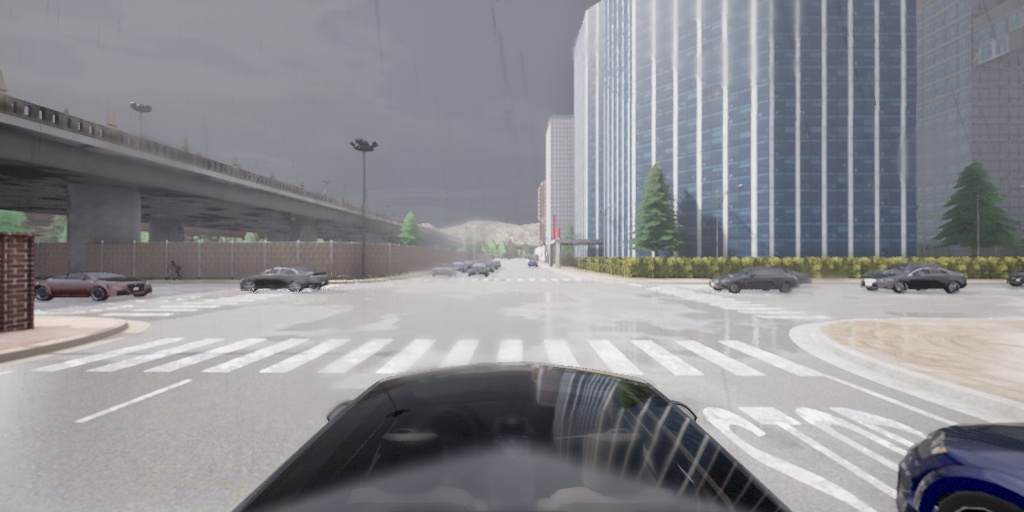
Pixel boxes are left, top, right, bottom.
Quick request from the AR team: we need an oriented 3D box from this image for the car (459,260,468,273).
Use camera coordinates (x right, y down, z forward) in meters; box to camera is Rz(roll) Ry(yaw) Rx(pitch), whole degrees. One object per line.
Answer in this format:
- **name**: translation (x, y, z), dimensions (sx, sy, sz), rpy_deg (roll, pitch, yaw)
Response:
- **car**: translation (-6.748, 1.420, 45.783), dimensions (1.812, 1.442, 4.674), rpy_deg (0, 0, 1)

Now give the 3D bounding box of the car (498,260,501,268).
- **car**: translation (-3.128, 1.421, 56.332), dimensions (2.128, 1.511, 4.902), rpy_deg (0, 0, 1)

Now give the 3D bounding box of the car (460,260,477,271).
- **car**: translation (-6.639, 1.404, 55.566), dimensions (1.882, 1.535, 5.008), rpy_deg (0, 0, 1)

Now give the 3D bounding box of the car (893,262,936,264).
- **car**: translation (26.609, 1.235, 24.240), dimensions (4.553, 1.767, 2.097), rpy_deg (0, 0, 1)

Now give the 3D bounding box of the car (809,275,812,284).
- **car**: translation (17.117, 1.429, 24.333), dimensions (5.357, 1.411, 2.033), rpy_deg (0, 0, 1)

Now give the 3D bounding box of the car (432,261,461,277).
- **car**: translation (-6.825, 1.465, 36.622), dimensions (1.895, 1.301, 4.718), rpy_deg (0, 0, 0)

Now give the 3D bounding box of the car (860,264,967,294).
- **car**: translation (23.140, 1.363, 20.777), dimensions (4.902, 1.511, 2.128), rpy_deg (0, 0, 0)

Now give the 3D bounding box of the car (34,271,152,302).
- **car**: translation (-20.291, 1.419, 17.477), dimensions (4.181, 1.385, 1.994), rpy_deg (0, 0, 1)

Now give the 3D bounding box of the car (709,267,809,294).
- **car**: translation (14.012, 1.396, 20.849), dimensions (4.674, 1.442, 1.812), rpy_deg (0, 0, 1)

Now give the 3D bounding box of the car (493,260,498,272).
- **car**: translation (-3.245, 1.445, 46.536), dimensions (2.033, 1.411, 5.357), rpy_deg (0, 0, 1)

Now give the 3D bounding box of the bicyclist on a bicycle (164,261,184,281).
- **bicyclist on a bicycle**: translation (-26.845, 1.191, 28.522), dimensions (0.582, 1.620, 1.656), rpy_deg (0, 0, 1)

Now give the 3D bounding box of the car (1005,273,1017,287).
- **car**: translation (36.511, 1.389, 24.123), dimensions (4.892, 1.490, 1.837), rpy_deg (0, 0, 1)

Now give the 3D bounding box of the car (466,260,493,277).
- **car**: translation (-3.321, 1.391, 36.946), dimensions (1.812, 1.442, 4.674), rpy_deg (0, 0, 0)

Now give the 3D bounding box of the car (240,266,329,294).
- **car**: translation (-13.240, 1.355, 20.883), dimensions (4.902, 1.511, 2.128), rpy_deg (0, 0, 8)

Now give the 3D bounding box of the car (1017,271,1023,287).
- **car**: translation (33.030, 1.377, 20.668), dimensions (4.892, 1.490, 1.837), rpy_deg (0, 0, 1)

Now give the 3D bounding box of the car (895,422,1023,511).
- **car**: translation (3.641, 1.311, 0.680), dimensions (1.994, 1.385, 4.181), rpy_deg (0, 0, -1)
